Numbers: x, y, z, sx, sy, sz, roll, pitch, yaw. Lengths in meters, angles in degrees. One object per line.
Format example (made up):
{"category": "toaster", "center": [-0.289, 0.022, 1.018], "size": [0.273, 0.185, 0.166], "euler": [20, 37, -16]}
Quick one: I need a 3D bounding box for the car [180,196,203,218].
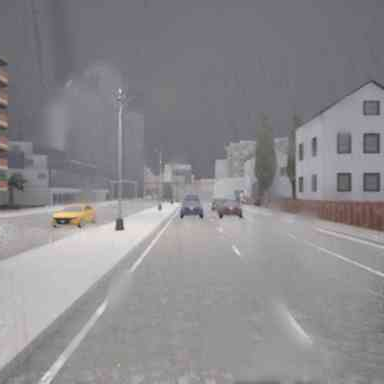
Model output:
{"category": "car", "center": [-0.016, 1.499, 31.504], "size": [2.097, 1.767, 4.553], "euler": [0, 0, 0]}

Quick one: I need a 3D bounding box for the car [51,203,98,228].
{"category": "car", "center": [-8.100, 1.588, 23.321], "size": [1.882, 1.535, 5.008], "euler": [0, 0, 0]}

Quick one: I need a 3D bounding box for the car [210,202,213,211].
{"category": "car", "center": [3.496, 1.753, 43.753], "size": [2.033, 1.411, 5.357], "euler": [0, 0, 0]}

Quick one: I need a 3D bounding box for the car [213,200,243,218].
{"category": "car", "center": [3.485, 1.499, 31.598], "size": [2.097, 1.767, 4.553], "euler": [0, 0, 0]}
